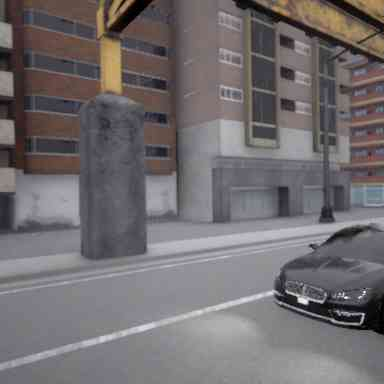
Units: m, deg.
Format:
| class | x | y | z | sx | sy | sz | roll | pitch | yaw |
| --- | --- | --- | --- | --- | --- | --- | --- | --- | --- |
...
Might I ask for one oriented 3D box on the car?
| class | x | y | z | sx | sy | sz | roll | pitch | yaw |
| --- | --- | --- | --- | --- | --- | --- | --- | --- | --- |
| car | 3.719 | 1.439 | 6.648 | 4.892 | 1.490 | 1.837 | -1 | 0 | -35 |
